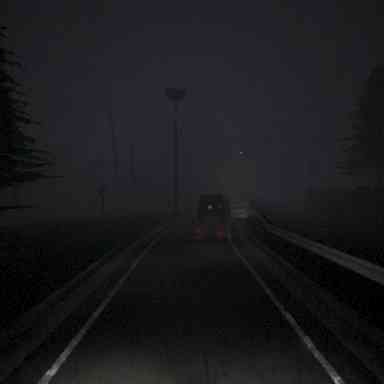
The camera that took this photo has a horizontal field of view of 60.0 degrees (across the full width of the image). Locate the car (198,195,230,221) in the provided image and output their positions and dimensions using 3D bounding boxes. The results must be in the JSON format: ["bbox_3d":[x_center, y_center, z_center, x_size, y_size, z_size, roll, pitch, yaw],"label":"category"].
[{"bbox_3d":[1.894,1.239,27.739,2.150,2.045,5.566,0,0,11],"label":"car"}]

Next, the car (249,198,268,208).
[{"bbox_3d":[9.618,1.553,48.079,1.812,1.442,4.674,0,0,27],"label":"car"}]
